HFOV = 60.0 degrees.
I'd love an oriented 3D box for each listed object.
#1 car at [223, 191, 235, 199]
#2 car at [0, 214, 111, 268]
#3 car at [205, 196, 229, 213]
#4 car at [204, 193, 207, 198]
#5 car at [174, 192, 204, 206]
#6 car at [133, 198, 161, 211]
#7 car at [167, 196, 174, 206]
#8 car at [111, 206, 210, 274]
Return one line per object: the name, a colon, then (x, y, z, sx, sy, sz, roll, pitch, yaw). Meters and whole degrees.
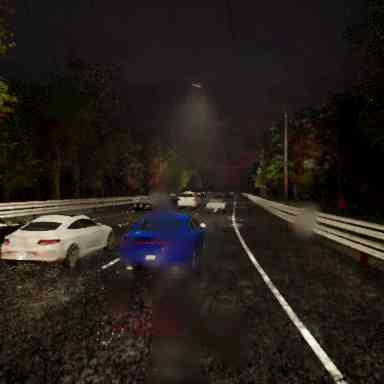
car: (9.899, 1.078, 89.366, 1.882, 1.535, 5.008, 0, 0, 8)
car: (-4.126, 1.454, 10.936, 1.812, 1.442, 4.674, 0, 0, 8)
car: (2.666, 1.456, 35.327, 1.895, 1.301, 4.718, 0, 0, 8)
car: (2.930, 1.072, 90.065, 1.812, 1.442, 4.674, 0, 0, 8)
car: (-0.266, 1.034, 39.786, 2.150, 2.045, 5.566, 0, 0, 8)
car: (-4.538, 1.357, 34.263, 2.033, 1.411, 5.357, 0, 0, 8)
car: (-2.417, 1.290, 50.121, 2.033, 1.411, 5.357, 0, 0, 8)
car: (-0.659, 1.428, 10.484, 1.882, 1.535, 5.008, 0, 0, 8)
